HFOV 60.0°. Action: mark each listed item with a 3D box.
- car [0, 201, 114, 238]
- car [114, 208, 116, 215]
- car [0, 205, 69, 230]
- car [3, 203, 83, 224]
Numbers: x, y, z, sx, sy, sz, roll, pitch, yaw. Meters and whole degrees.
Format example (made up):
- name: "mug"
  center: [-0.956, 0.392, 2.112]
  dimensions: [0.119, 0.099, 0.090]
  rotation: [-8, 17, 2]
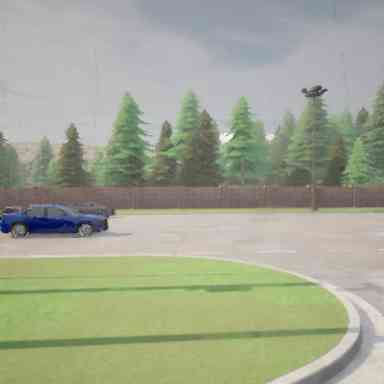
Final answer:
- name: "car"
  center: [-6.717, 1.394, 16.551]
  dimensions: [5.008, 1.535, 1.882]
  rotation: [0, 0, -4]
- name: "car"
  center: [-8.343, 1.421, 26.964]
  dimensions: [4.181, 1.385, 1.994]
  rotation: [0, 0, -4]
- name: "car"
  center: [-10.050, 1.507, 19.829]
  dimensions: [4.718, 1.301, 1.895]
  rotation: [0, 0, -4]
- name: "car"
  center: [-10.303, 1.486, 23.320]
  dimensions: [4.718, 1.301, 1.895]
  rotation: [0, 0, -4]
